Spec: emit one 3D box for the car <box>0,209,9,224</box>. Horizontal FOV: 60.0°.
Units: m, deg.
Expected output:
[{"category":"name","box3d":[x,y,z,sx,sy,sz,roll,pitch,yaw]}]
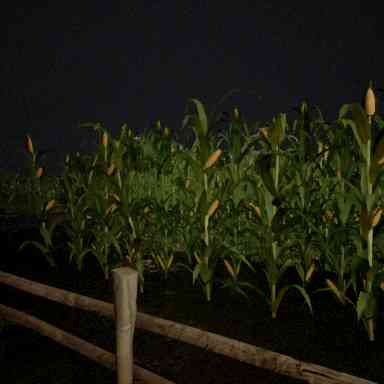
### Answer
[{"category":"car","box3d":[-14.195,1.473,21.415,1.994,1.385,4.181,0,1,36]}]
